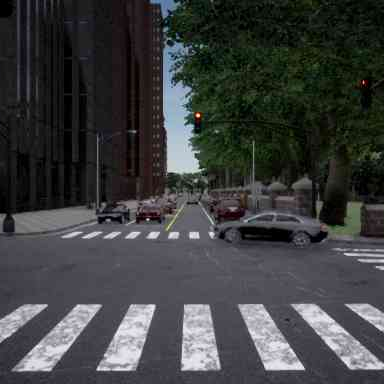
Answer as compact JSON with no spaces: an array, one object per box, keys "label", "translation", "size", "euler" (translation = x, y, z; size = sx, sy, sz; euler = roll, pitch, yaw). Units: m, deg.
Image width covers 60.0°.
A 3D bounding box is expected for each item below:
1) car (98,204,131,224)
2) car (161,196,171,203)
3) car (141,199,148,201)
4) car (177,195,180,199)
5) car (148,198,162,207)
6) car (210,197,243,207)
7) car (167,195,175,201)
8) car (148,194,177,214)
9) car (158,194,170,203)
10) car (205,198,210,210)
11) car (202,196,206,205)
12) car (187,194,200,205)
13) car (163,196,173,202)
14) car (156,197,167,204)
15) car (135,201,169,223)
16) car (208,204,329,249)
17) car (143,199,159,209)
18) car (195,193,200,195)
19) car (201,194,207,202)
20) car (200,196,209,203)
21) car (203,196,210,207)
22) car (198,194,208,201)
[{"label":"car","translation":[-5.753,1.575,25.037],"size":[1.947,1.339,4.313],"euler":[0,0,0]},{"label":"car","translation":[-5.734,1.606,74.150],"size":[1.887,1.381,4.507],"euler":[0,0,0]},{"label":"car","translation":[-5.747,1.576,41.408],"size":[2.008,1.369,4.403],"euler":[0,0,0]},{"label":"car","translation":[-3.072,1.535,45.709],"size":[1.837,1.490,4.892],"euler":[0,0,0]},{"label":"car","translation":[-5.742,1.619,52.322],"size":[1.802,1.307,4.206],"euler":[0,0,0]},{"label":"car","translation":[2.772,1.324,25.043],"size":[2.192,1.841,5.009],"euler":[0,0,0]},{"label":"car","translation":[-5.728,1.527,90.522],"size":[1.967,1.590,4.097],"euler":[0,0,0]},{"label":"car","translation":[-3.085,1.371,35.475],"size":[2.097,1.767,4.553],"euler":[0,0,1]},{"label":"car","translation":[-5.736,1.370,68.693],"size":[2.192,1.841,5.009],"euler":[0,0,0]},{"label":"car","translation":[2.777,1.585,35.955],"size":[1.947,1.339,4.313],"euler":[0,0,0]},{"label":"car","translation":[2.781,1.582,46.869],"size":[2.008,1.369,4.403],"euler":[0,0,0]},{"label":"car","translation":[0.116,1.608,59.459],"size":[1.994,1.385,4.181],"euler":[0,0,1]},{"label":"car","translation":[-5.732,1.614,79.607],"size":[1.887,1.381,4.507],"euler":[0,0,0]},{"label":"car","translation":[-5.738,1.630,63.236],"size":[1.802,1.307,4.206],"euler":[0,0,0]},{"label":"car","translation":[-3.090,1.610,25.483],"size":[1.895,1.301,4.718],"euler":[0,0,0]},{"label":"car","translation":[3.477,1.566,14.912],"size":[4.902,1.511,2.128],"euler":[2,2,18]},{"label":"car","translation":[-5.744,1.613,46.865],"size":[1.802,1.307,4.206],"euler":[0,0,0]},{"label":"car","translation":[0.122,1.407,69.351],"size":[2.097,1.767,4.553],"euler":[0,0,0]},{"label":"car","translation":[2.783,1.477,52.325],"size":[1.967,1.590,4.097],"euler":[0,0,0]},{"label":"car","translation":[2.791,1.587,74.321],"size":[1.752,1.417,4.829],"euler":[0,0,0]},{"label":"car","translation":[2.779,1.576,41.412],"size":[2.008,1.369,4.403],"euler":[0,0,0]},{"label":"car","translation":[2.795,1.393,85.065],"size":[2.192,1.841,5.009],"euler":[0,0,0]}]
